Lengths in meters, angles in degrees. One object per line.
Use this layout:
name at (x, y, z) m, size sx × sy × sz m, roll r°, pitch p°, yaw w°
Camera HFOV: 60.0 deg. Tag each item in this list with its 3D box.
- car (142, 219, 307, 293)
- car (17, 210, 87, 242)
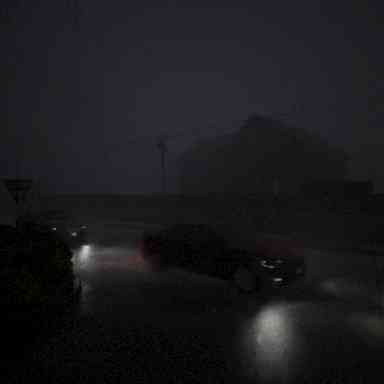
car at (0.655, 1.566, 9.365) m, size 5.008 × 1.535 × 1.882 m, roll -1°, pitch -1°, yaw 43°
car at (-7.061, 1.653, 16.559) m, size 4.902 × 1.511 × 2.128 m, roll -1°, pitch -1°, yaw 43°
